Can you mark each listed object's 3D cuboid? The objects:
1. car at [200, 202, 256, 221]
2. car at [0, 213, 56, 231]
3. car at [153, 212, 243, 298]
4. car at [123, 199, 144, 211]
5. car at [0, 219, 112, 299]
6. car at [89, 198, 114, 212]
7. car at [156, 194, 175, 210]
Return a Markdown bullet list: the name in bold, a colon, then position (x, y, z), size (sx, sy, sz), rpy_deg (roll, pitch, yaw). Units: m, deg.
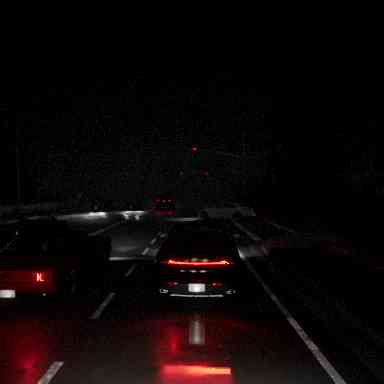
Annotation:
- **car**: position (2.782, 1.511, 26.544), size (4.674, 1.442, 1.812), rpy_deg (0, 1, 30)
- **car**: position (-7.112, 1.601, 14.282), size (1.895, 1.301, 4.718), rpy_deg (0, 0, 0)
- **car**: position (0.188, 1.505, 8.508), size (1.837, 1.490, 4.892), rpy_deg (0, 0, 2)
- **car**: position (-7.113, 1.564, 40.824), size (1.994, 1.385, 4.181), rpy_deg (0, 0, 0)
- **car**: position (-3.420, 1.601, 8.394), size (1.895, 1.301, 4.718), rpy_deg (0, 0, 0)
- **car**: position (-10.615, 1.491, 39.271), size (2.128, 1.511, 4.902), rpy_deg (0, 0, 0)
- **car**: position (-3.435, 1.222, 43.210), size (2.150, 2.045, 5.566), rpy_deg (0, 0, 0)
